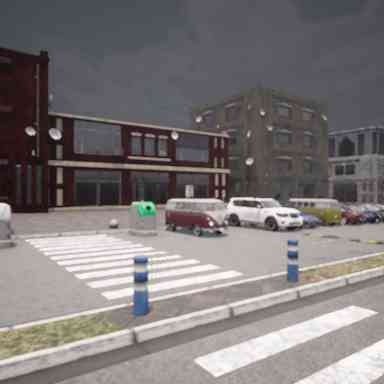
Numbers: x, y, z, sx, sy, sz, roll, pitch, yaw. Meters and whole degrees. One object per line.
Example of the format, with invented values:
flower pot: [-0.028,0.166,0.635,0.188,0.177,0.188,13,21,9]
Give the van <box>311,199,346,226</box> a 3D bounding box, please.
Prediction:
van: [9.175,1.543,25.891,1.878,1.987,4.442,1,-1,-36]

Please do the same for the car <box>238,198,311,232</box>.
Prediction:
car: [4.687,1.438,22.479,2.435,2.045,5.566,1,-1,-36]

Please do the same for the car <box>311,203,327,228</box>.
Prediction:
car: [6.904,1.767,24.115,2.002,1.452,4.674,1,-1,-36]

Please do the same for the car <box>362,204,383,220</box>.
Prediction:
car: [20.324,2.023,33.773,2.097,1.535,5.008,2,-1,-36]

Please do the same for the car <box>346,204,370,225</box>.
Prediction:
car: [11.374,1.811,27.339,2.097,1.535,5.008,1,-1,-36]

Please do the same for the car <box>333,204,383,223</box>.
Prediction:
car: [15.845,1.911,30.561,2.231,1.521,4.892,1,-1,-36]

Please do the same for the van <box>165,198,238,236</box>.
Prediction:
van: [0.266,1.400,19.186,1.878,1.987,4.442,1,0,-36]

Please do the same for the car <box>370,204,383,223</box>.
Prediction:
car: [13.630,1.888,28.920,2.163,1.488,4.792,1,-1,-36]

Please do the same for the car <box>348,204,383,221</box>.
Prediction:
car: [18.082,1.966,32.171,2.231,1.521,4.892,1,-1,-36]

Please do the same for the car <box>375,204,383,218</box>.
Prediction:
car: [22.554,2.085,35.391,2.097,1.535,5.008,2,-1,-36]
